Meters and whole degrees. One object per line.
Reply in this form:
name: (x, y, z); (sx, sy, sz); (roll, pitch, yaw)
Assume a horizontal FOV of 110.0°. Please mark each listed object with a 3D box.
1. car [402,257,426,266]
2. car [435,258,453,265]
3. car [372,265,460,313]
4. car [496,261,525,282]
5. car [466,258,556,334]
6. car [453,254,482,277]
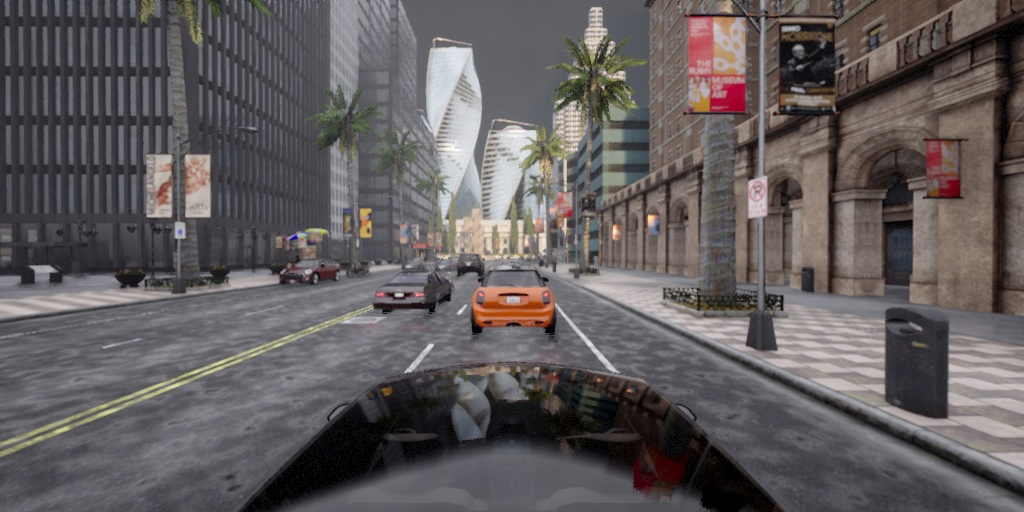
car: (-11.026, 1.025, 40.535); (2.128, 1.511, 4.902); (0, 0, -1)
car: (-7.527, 1.023, 40.599); (2.128, 1.511, 4.902); (0, 0, -1)
car: (-3.460, 1.232, 13.507); (2.033, 1.411, 5.357); (0, 0, 0)
car: (-0.139, 1.144, 28.562); (2.033, 1.411, 5.357); (0, 0, -1)
car: (0.039, 1.050, 10.589); (2.097, 1.767, 4.553); (0, 0, 0)
car: (-3.703, 0.796, 32.772); (2.150, 2.045, 5.566); (0, 0, -1)
